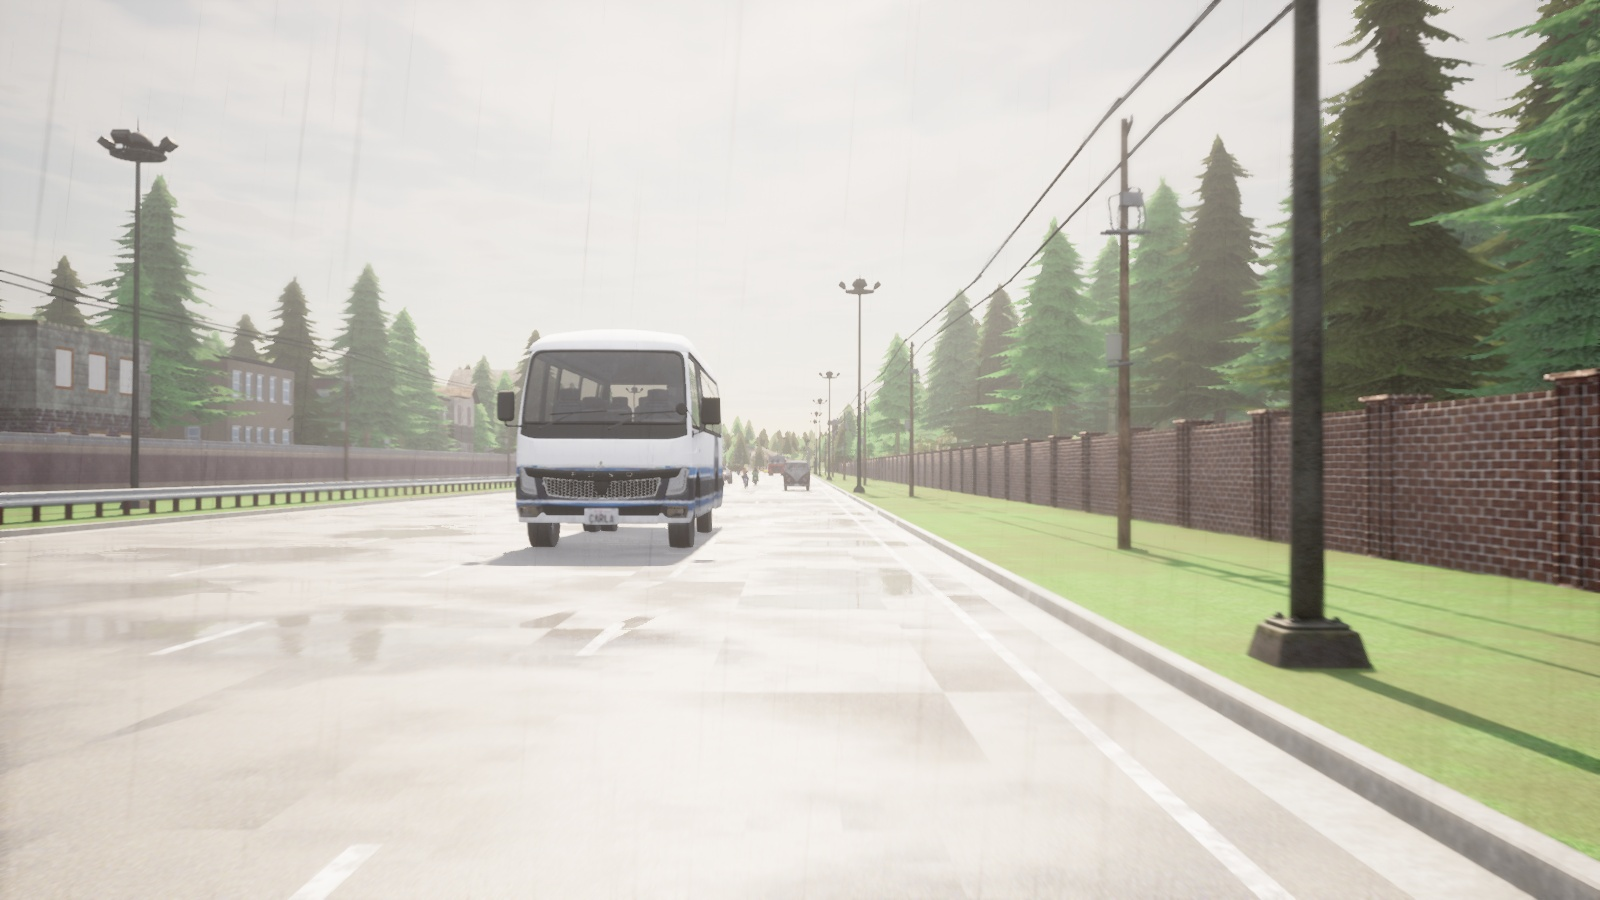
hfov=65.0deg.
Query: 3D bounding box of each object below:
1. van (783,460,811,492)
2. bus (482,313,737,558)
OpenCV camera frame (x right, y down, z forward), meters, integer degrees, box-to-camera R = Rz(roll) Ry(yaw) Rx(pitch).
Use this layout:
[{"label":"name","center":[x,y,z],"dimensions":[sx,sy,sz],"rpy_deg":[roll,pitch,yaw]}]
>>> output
[{"label":"van","center":[-0.195,1.691,82.493],"dimensions":[1.775,1.987,4.442],"rpy_deg":[0,-1,0]},{"label":"bus","center":[-3.569,-0.184,26.986],"dimensions":[3.944,4.253,10.273],"rpy_deg":[0,-1,0]}]
